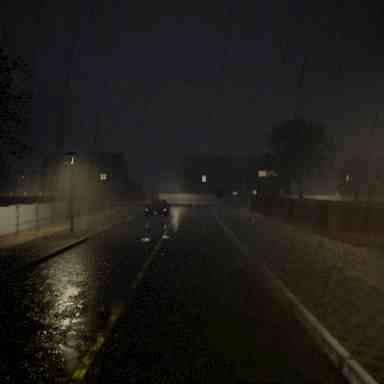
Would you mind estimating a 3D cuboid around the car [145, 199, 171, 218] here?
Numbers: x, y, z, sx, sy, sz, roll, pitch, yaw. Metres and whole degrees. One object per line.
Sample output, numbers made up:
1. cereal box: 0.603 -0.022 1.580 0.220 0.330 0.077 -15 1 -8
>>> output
1. car: -2.794 1.341 27.956 1.812 1.442 4.674 0 0 1
